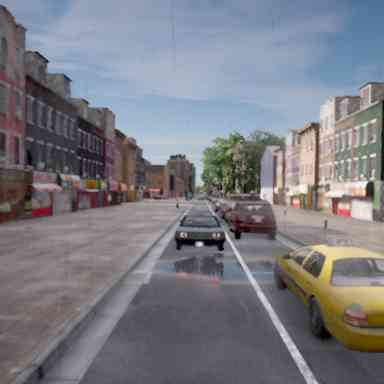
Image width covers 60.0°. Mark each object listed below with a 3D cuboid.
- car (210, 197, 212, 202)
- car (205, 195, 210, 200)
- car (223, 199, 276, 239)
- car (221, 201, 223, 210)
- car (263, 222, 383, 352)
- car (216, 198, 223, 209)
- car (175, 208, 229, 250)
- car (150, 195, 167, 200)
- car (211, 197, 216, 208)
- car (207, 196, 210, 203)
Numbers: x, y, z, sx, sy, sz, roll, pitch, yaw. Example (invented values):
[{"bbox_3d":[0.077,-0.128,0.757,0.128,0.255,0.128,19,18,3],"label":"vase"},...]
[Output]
[{"bbox_3d":[3.827,1.661,45.610,2.008,1.369,4.403,0,0,2],"label":"car"},{"bbox_3d":[4.735,1.820,79.330,1.947,1.339,4.313,0,0,2],"label":"car"},{"bbox_3d":[3.071,1.371,17.510,2.192,1.841,5.009,1,0,2],"label":"car"},{"bbox_3d":[3.226,1.588,23.299,1.752,1.417,4.829,1,0,2],"label":"car"},{"bbox_3d":[2.770,1.574,6.439,1.752,1.417,4.829,1,0,2],"label":"car"},{"bbox_3d":[3.373,1.511,28.751,1.967,1.590,4.097,0,0,2],"label":"car"},{"bbox_3d":[0.351,1.607,14.325,1.895,1.301,4.718,1,0,2],"label":"car"},{"bbox_3d":[-9.482,1.554,94.795,4.902,1.511,2.128,1,0,2],"label":"car"},{"bbox_3d":[3.677,1.534,39.992,1.967,1.590,4.097,0,0,2],"label":"car"},{"bbox_3d":[4.130,1.698,56.851,2.008,1.369,4.403,0,0,2],"label":"car"}]
